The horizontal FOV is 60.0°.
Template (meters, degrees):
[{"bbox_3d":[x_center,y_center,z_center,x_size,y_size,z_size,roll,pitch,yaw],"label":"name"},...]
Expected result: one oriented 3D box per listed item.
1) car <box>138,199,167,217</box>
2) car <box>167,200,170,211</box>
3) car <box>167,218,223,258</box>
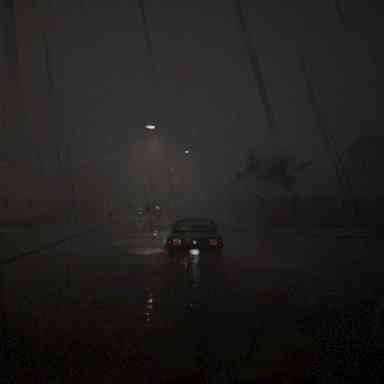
[{"bbox_3d":[-4.081,1.570,33.613,2.097,1.767,4.553,0,0,0],"label":"car"},{"bbox_3d":[-4.064,1.800,45.365,1.837,1.490,4.892,0,-1,0],"label":"car"},{"bbox_3d":[0.097,1.687,13.131,1.895,1.301,4.718,0,0,0],"label":"car"}]
